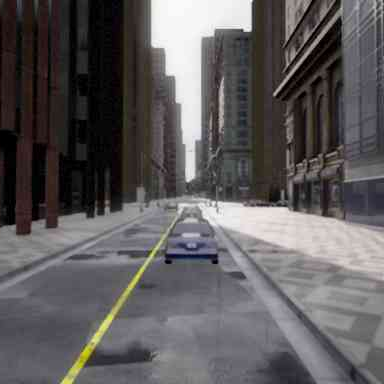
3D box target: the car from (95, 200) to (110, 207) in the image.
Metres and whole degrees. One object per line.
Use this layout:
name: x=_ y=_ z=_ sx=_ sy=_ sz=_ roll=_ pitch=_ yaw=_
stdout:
car: x=-14.634 y=2.058 z=58.239 sx=4.829 sy=1.417 sz=1.752 roll=0 pitch=-2 yaw=0

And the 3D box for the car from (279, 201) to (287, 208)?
car: x=17.957 y=2.202 z=58.370 sx=4.313 sy=1.339 sz=1.947 roll=0 pitch=-2 yaw=0

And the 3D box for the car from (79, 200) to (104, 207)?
car: x=-20.210 y=2.290 z=66.738 sx=4.403 sy=1.369 sz=2.008 roll=0 pitch=-2 yaw=0

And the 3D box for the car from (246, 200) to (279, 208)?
car: x=12.286 y=2.166 z=58.347 sx=4.403 sy=1.369 sz=2.008 roll=0 pitch=-2 yaw=0

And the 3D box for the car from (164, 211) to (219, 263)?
car: x=0.000 y=1.682 z=12.517 sx=2.033 sy=1.411 sz=5.357 roll=0 pitch=-1 yaw=0

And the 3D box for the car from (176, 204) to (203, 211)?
car: x=-0.012 y=1.843 z=27.539 sx=2.033 sy=1.411 sz=5.357 roll=0 pitch=-1 yaw=0

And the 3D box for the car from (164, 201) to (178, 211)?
car: x=-3.054 y=2.104 z=49.961 sx=1.994 sy=1.385 sz=4.181 roll=0 pitch=-1 yaw=1

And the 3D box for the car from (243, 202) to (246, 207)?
car: x=12.282 y=2.275 z=66.873 sx=4.097 sy=1.590 sz=1.967 roll=0 pitch=-2 yaw=0

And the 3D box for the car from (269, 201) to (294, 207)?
car: x=17.951 y=2.407 z=66.893 sx=4.403 sy=1.369 sz=2.008 roll=0 pitch=-2 yaw=0
